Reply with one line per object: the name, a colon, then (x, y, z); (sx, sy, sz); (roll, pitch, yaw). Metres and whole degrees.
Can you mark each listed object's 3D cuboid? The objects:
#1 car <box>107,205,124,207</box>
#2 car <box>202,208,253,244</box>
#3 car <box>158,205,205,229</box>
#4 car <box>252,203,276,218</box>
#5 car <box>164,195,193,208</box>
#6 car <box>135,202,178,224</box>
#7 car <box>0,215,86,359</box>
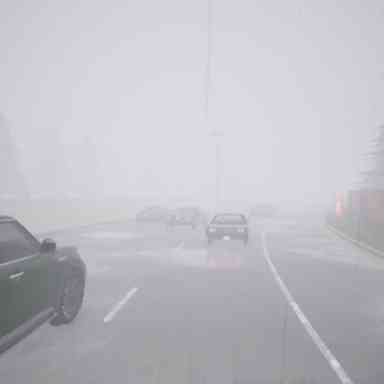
car: (-10.130, 1.722, 46.434); (1.812, 1.442, 4.674); (0, 0, 25)
car: (1.912, 1.699, 16.451); (1.895, 1.301, 4.718); (0, 0, 11)
car: (-0.220, 1.668, 22.739); (2.033, 1.411, 5.357); (0, 0, 15)
car: (7.059, 1.776, 33.028); (1.994, 1.385, 4.181); (0, 0, 22)
car: (-2.083, 1.505, 54.352); (2.150, 2.045, 5.566); (0, -1, 29)
car: (-2.815, 1.689, 26.139); (1.994, 1.385, 4.181); (0, 0, 16)
car: (-3.195, 1.228, 4.030); (2.150, 2.045, 5.566); (0, 0, 3)
